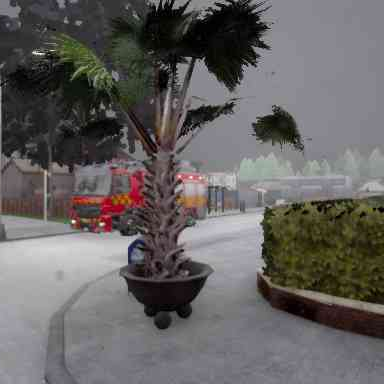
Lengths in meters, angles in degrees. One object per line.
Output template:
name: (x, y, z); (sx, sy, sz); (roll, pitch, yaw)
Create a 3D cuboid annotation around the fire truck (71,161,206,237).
fire truck: (-2.592, 0.323, 19.278); (2.891, 3.827, 8.468); (0, 0, 36)
